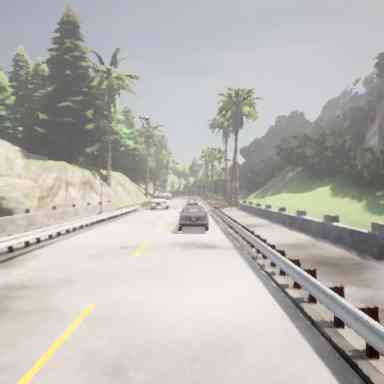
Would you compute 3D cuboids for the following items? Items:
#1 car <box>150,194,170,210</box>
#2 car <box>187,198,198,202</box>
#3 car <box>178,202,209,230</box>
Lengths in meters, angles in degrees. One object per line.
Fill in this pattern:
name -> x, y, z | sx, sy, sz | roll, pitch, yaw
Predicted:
car -> -4.066, 1.270, 43.052 | 2.150, 2.045, 5.566 | 0, 0, 0
car -> 0.080, 1.666, 53.856 | 1.895, 1.301, 4.718 | 0, 0, 0
car -> 0.093, 1.573, 21.178 | 2.033, 1.411, 5.357 | 0, 0, 0
